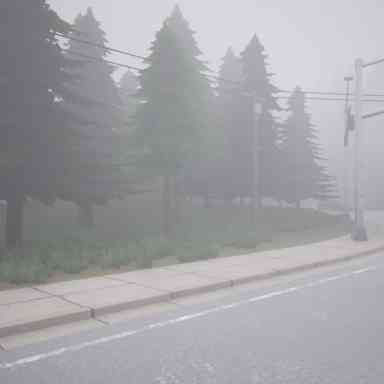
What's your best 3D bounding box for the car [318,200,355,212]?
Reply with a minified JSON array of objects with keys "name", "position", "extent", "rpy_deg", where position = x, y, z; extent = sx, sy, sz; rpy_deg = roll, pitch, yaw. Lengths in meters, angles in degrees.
[{"name":"car","position":[16.368,1.504,37.821],"extent":[1.837,1.490,4.892],"rpy_deg":[1,0,-16]}]
